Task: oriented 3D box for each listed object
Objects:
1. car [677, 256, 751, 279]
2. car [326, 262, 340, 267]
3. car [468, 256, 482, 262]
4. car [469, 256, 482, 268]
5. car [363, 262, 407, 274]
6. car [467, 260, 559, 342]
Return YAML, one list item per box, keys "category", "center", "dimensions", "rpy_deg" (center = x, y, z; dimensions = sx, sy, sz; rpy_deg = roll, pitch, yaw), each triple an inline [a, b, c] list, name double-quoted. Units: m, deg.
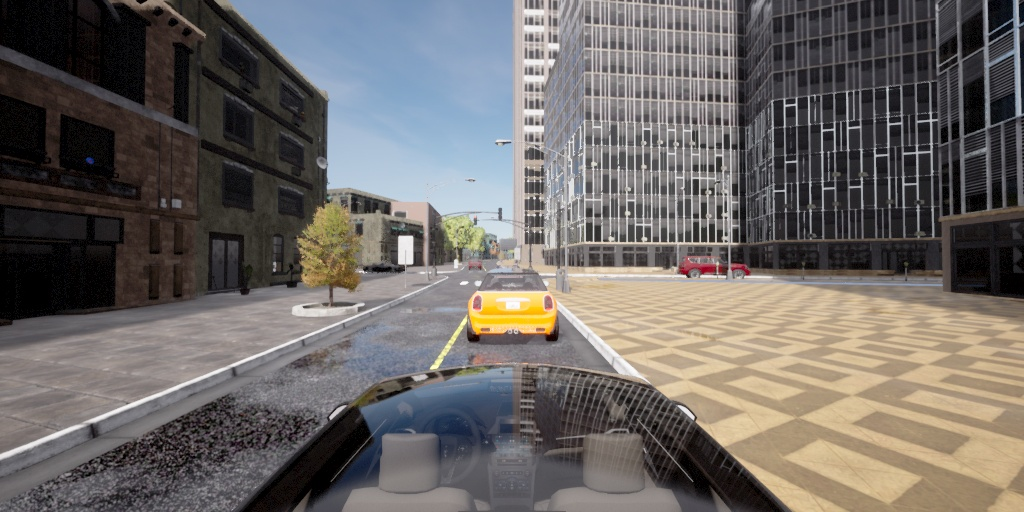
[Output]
- category: "car"
  center: [15.745, 0.934, 28.235]
  dimensions: [5.009, 1.841, 2.192]
  rpy_deg: [0, 0, 18]
- category: "car"
  center: [-20.586, 1.312, 40.122]
  dimensions: [4.313, 1.339, 1.948]
  rpy_deg: [0, 0, 18]
- category: "car"
  center: [-5.477, 1.232, 53.338]
  dimensions: [1.882, 1.535, 5.008]
  rpy_deg: [0, 0, -6]
- category: "car"
  center: [-6.454, 0.977, 63.248]
  dimensions: [2.150, 2.045, 5.566]
  rpy_deg: [0, 0, -5]
- category: "car"
  center: [-14.363, 1.369, 40.709]
  dimensions: [4.718, 1.301, 1.895]
  rpy_deg: [0, -1, 18]
- category: "car"
  center: [0.004, 1.103, 9.980]
  dimensions: [2.097, 1.767, 4.553]
  rpy_deg: [0, 0, 0]
